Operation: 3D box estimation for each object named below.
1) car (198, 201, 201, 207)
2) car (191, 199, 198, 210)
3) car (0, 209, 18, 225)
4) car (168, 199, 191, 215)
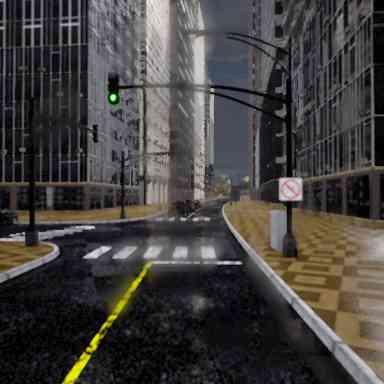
[{"bbox_3d":[0.419,1.952,57.738,1.994,1.385,4.181,0,0,7],"label":"car"},{"bbox_3d":[-0.674,1.835,47.779,1.837,1.490,4.892,0,0,6],"label":"car"},{"bbox_3d":[-16.560,2.065,27.340,4.403,1.369,2.008,-1,0,10],"label":"car"},{"bbox_3d":[-1.542,1.746,37.969,1.882,1.535,5.008,0,0,5],"label":"car"}]
